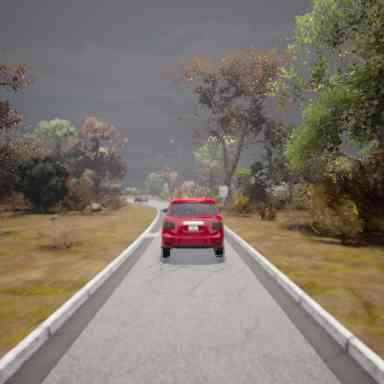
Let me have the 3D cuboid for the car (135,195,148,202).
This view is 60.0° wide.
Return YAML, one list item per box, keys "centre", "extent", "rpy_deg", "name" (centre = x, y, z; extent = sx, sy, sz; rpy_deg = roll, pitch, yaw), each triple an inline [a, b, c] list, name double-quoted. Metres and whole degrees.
- centre: [-10.376, 1.480, 70.086]
  extent: [1.994, 1.385, 4.181]
  rpy_deg: [0, 0, -14]
  name: "car"

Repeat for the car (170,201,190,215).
- centre: [-1.375, 1.665, 36.492]
  extent: [1.895, 1.301, 4.718]
  rpy_deg: [0, 0, -6]
  name: "car"

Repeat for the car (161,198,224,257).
- centre: [-0.008, 1.245, 13.270]
  extent: [2.150, 2.045, 5.566]
  rpy_deg: [0, 0, -1]
  name: "car"
